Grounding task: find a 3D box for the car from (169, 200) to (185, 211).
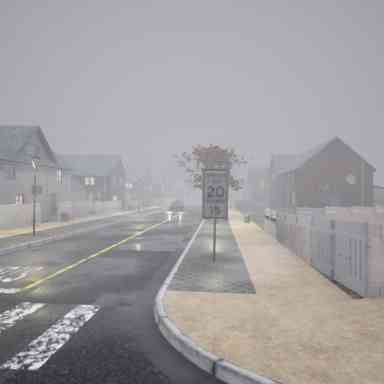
[{"bbox_3d":[-2.139,1.977,47.832,1.837,1.490,4.892,1,-1,5],"label":"car"}]
